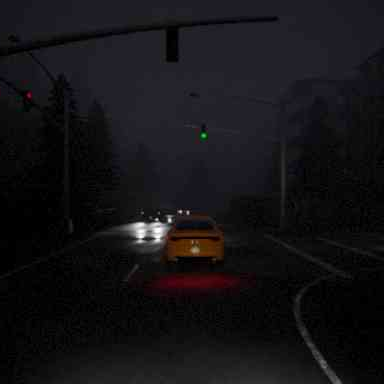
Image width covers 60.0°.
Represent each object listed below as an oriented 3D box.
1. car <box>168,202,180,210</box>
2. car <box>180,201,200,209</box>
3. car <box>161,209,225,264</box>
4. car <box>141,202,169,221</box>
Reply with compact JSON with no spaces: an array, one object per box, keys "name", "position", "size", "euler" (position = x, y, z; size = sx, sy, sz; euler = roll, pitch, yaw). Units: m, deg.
[{"name":"car","position":[-3.013,1.937,40.187],"size":[1.812,1.442,4.674],"euler":[0,-1,7]},{"name":"car","position":[-0.342,2.076,50.079],"size":[1.994,1.385,4.181],"euler":[0,-1,24]},{"name":"car","position":[0.095,1.605,12.325],"size":[1.882,1.535,5.008],"euler":[0,-1,0]},{"name":"car","position":[-3.528,1.917,30.894],"size":[1.895,1.301,4.718],"euler":[0,-1,1]}]
